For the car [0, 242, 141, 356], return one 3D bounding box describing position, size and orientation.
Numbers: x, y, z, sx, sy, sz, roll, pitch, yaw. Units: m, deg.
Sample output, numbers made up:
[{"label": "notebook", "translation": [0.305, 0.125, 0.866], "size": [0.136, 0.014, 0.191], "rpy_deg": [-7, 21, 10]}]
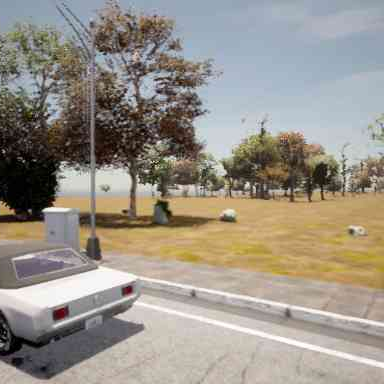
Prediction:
[{"label": "car", "translation": [-3.274, 1.595, 6.034], "size": [4.718, 1.301, 1.895], "rpy_deg": [0, 0, 33]}]
